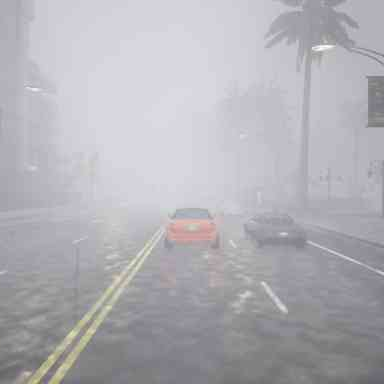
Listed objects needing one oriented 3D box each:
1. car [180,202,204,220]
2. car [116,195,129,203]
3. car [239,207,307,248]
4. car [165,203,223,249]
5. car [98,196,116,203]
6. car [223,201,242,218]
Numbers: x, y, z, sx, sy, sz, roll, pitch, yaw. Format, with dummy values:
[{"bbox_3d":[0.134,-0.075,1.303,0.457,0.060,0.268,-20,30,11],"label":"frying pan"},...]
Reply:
[{"bbox_3d":[0.000,1.614,29.680,1.895,1.301,4.718,0,0,0],"label":"car"},{"bbox_3d":[-14.696,1.474,69.414,2.128,1.511,4.902,0,0,-32],"label":"car"},{"bbox_3d":[3.500,1.570,14.650,1.994,1.385,4.181,0,0,0],"label":"car"},{"bbox_3d":[0.000,1.363,14.620,2.097,1.767,4.553,0,0,0],"label":"car"},{"bbox_3d":[-17.512,1.555,67.332,1.895,1.301,4.718,0,0,-32],"label":"car"},{"bbox_3d":[3.500,1.530,29.650,1.812,1.442,4.674,0,0,0],"label":"car"}]
